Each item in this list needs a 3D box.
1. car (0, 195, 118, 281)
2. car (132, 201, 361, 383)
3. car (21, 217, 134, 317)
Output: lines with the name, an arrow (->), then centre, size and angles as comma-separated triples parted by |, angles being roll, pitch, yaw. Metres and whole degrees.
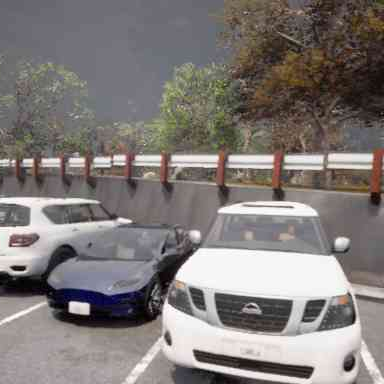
car -> -3.592, 1.185, 9.467 | 2.435, 2.045, 5.566 | 0, -1, 15
car -> 1.310, 1.221, 5.893 | 2.435, 2.045, 5.566 | 1, 0, 16
car -> -1.154, 1.484, 7.647 | 2.163, 1.488, 4.792 | 1, 0, 16
